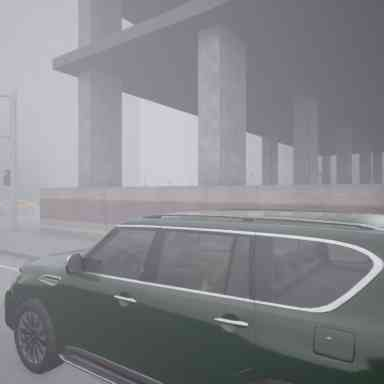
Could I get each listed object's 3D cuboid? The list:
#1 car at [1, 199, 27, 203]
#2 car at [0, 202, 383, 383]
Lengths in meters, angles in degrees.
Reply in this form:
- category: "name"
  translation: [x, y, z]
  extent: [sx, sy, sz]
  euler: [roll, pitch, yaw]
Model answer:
- category: "car"
  translation: [-18.388, 1.533, 33.832]
  extent: [1.882, 1.535, 5.008]
  euler: [0, 0, 36]
- category: "car"
  translation: [0.051, 1.221, 3.948]
  extent: [5.566, 2.045, 2.150]
  euler: [0, 0, 36]
